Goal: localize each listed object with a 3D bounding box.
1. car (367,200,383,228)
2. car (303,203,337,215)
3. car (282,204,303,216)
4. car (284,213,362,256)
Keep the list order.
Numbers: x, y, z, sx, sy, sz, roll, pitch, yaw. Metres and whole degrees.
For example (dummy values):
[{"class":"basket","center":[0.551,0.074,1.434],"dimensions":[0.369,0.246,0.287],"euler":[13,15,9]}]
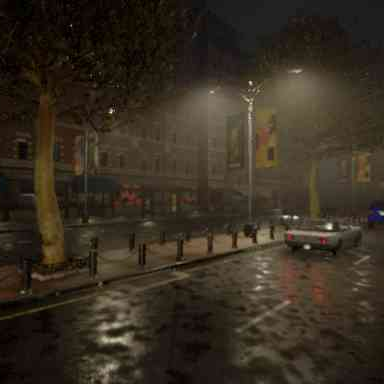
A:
[{"class":"car","center":[14.972,1.632,25.225],"dimensions":[2.150,2.045,5.566],"euler":[0,-1,40]},{"class":"car","center":[14.736,2.024,37.455],"dimensions":[1.882,1.535,5.008],"euler":[0,-1,41]},{"class":"car","center":[12.567,2.127,40.302],"dimensions":[1.994,1.385,4.181],"euler":[0,-1,40]},{"class":"car","center":[5.769,1.811,14.236],"dimensions":[1.895,1.301,4.718],"euler":[0,-1,40]}]
